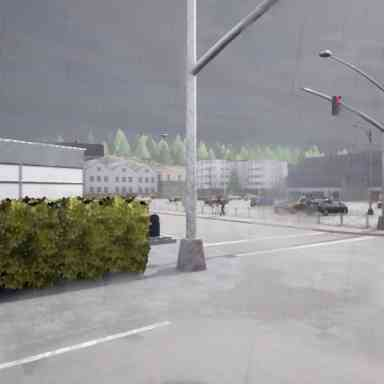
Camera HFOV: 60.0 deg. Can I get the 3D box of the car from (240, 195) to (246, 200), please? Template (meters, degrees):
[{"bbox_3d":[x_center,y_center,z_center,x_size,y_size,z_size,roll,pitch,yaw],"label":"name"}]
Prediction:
[{"bbox_3d":[13.628,1.154,72.806,5.027,1.636,2.152,0,0,-35],"label":"car"}]

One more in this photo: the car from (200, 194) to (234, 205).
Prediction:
[{"bbox_3d":[4.119,1.298,54.811,4.514,1.523,2.007,0,0,-35],"label":"car"}]

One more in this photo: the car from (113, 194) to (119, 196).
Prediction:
[{"bbox_3d":[-19.743,1.334,84.931,4.902,1.511,2.128,0,0,-35],"label":"car"}]

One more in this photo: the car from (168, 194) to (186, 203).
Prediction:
[{"bbox_3d":[-2.425,1.097,65.434,4.605,1.855,1.932,0,0,-35],"label":"car"}]

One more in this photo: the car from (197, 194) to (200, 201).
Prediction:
[{"bbox_3d":[1.814,1.298,76.855,4.514,1.523,2.007,0,0,-35],"label":"car"}]

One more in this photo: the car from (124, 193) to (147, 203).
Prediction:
[{"bbox_3d":[-10.758,1.077,63.628,3.866,1.878,1.905,0,0,-35],"label":"car"}]

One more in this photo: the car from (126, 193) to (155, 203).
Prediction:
[{"bbox_3d":[-9.357,1.361,60.551,3.806,1.475,1.970,0,0,-35],"label":"car"}]

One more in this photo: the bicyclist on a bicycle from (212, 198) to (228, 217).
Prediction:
[{"bbox_3d":[2.365,1.301,28.018,1.656,1.620,0.582,0,0,-35],"label":"bicyclist on a bicycle"}]

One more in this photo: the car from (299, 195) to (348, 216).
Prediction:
[{"bbox_3d":[12.124,1.340,29.942,4.514,1.523,2.007,0,0,-35],"label":"car"}]

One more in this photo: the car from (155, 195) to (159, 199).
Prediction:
[{"bbox_3d":[-11.327,1.286,90.768,5.008,1.535,1.882,0,0,-35],"label":"car"}]

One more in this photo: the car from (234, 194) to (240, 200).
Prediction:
[{"bbox_3d":[9.691,1.232,77.884,3.806,1.475,1.970,0,0,-35],"label":"car"}]

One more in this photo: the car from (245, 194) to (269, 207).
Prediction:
[{"bbox_3d":[9.802,1.320,46.591,3.633,1.501,1.845,0,0,-35],"label":"car"}]

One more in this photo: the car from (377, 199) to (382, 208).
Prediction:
[{"bbox_3d":[25.679,1.384,43.044,3.806,1.475,1.970,0,0,-35],"label":"car"}]

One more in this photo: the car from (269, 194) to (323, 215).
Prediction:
[{"bbox_3d":[10.286,1.330,32.485,5.027,1.636,2.152,0,0,-35],"label":"car"}]

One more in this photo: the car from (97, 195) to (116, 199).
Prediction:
[{"bbox_3d":[-11.399,1.505,41.331,1.837,1.490,4.892,0,0,-35],"label":"car"}]
